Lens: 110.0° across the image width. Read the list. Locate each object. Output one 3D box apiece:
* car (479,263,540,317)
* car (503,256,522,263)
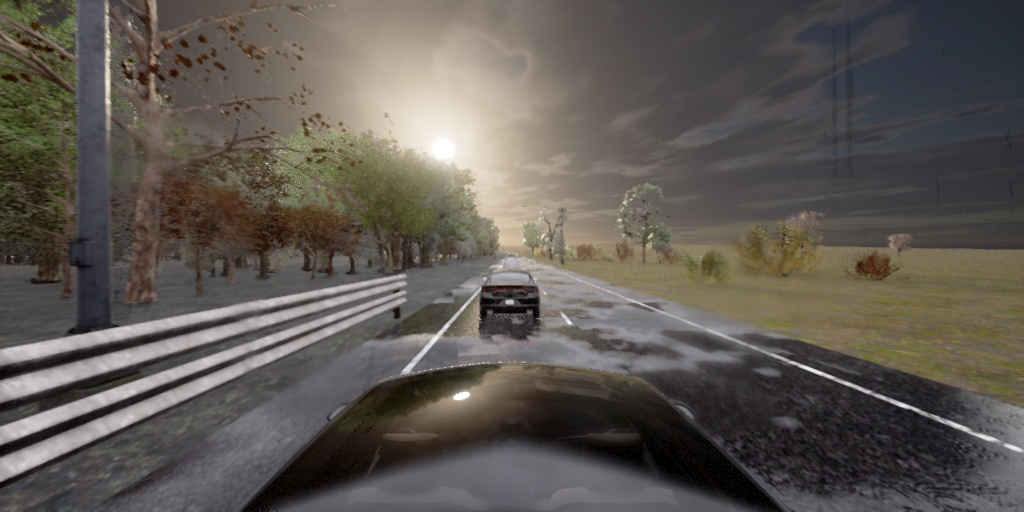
[{"bbox_3d":[-0.067,1.183,12.856,1.882,1.535,5.008,0,0,0],"label":"car"},{"bbox_3d":[-0.084,1.032,43.091,1.812,1.442,4.674,0,0,0],"label":"car"}]
